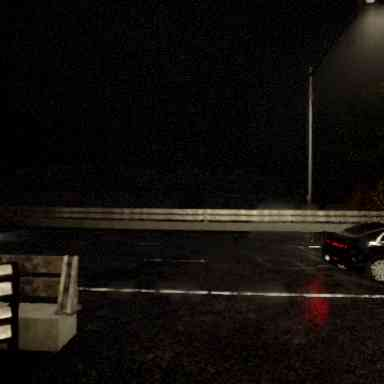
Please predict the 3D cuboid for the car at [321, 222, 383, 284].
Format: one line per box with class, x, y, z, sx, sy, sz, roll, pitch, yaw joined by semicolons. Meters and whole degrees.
car;6.187;1.604;9.244;4.892;1.490;1.837;1;0;1
